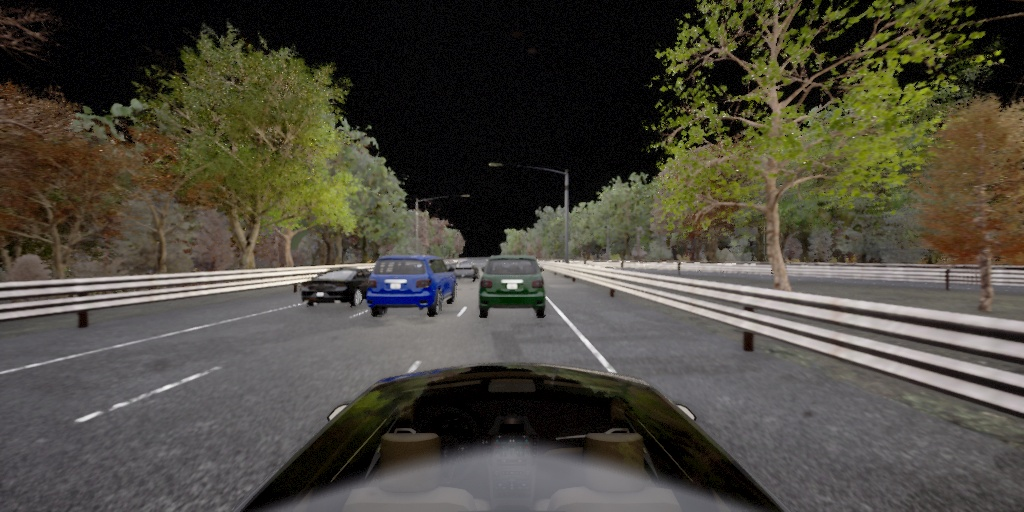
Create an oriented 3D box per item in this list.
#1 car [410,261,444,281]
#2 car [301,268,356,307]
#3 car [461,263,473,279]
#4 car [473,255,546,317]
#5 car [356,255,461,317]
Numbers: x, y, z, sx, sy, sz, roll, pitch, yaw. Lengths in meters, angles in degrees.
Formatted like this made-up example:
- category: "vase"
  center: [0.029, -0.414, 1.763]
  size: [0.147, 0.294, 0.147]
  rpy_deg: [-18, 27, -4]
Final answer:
- category: "car"
  center: [-7.238, 1.273, 31.099]
  size: [1.882, 1.535, 5.008]
  rpy_deg: [0, 0, -1]
- category: "car"
  center: [-7.005, 1.245, 15.550]
  size: [1.882, 1.535, 5.008]
  rpy_deg: [0, 0, 0]
- category: "car"
  center: [-3.712, 1.282, 29.520]
  size: [2.128, 1.511, 4.902]
  rpy_deg: [0, 0, -1]
- category: "car"
  center: [0.006, 0.985, 13.345]
  size: [2.150, 2.045, 5.566]
  rpy_deg: [0, 0, 0]
- category: "car"
  center: [-3.495, 0.987, 13.453]
  size: [2.150, 2.045, 5.566]
  rpy_deg: [0, 0, 0]
